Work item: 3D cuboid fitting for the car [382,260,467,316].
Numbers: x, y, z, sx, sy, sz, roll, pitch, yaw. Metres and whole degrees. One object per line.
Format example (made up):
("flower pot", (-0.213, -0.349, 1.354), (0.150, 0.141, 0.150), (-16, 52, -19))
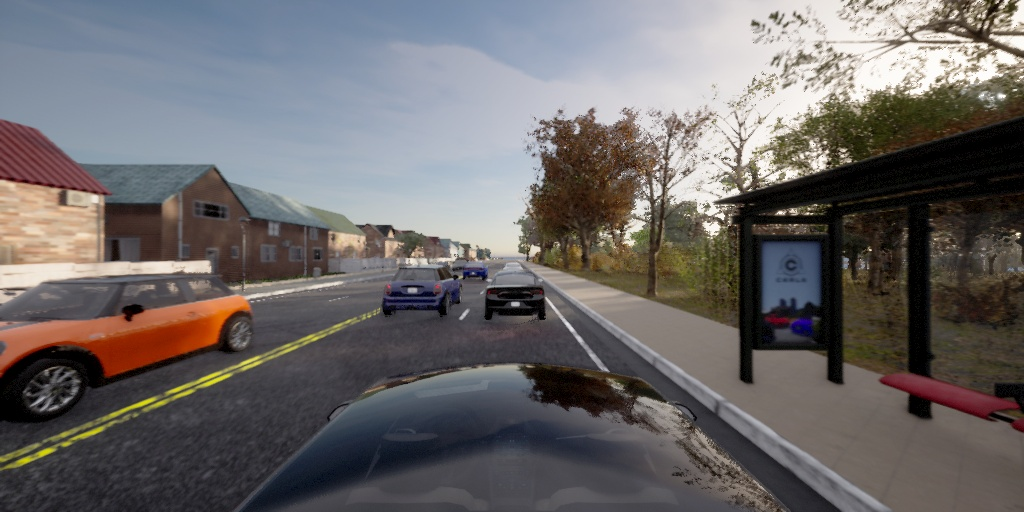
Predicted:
("car", (-3.150, 1.111, 13.480), (2.097, 1.767, 4.553), (0, 0, 0))

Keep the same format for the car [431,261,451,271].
("car", (-9.826, 1.372, 49.912), (1.994, 1.385, 4.181), (0, 0, 0))

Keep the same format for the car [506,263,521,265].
("car", (0.100, 1.306, 31.083), (1.812, 1.442, 4.674), (0, 0, 0))

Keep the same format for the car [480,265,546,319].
("car", (0.102, 1.236, 12.792), (1.882, 1.535, 5.008), (0, 0, 0))

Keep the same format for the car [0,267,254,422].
("car", (-6.600, 1.105, 5.763), (2.097, 1.767, 4.553), (0, 0, 0))

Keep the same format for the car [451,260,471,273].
("car", (-6.586, 1.306, 46.491), (1.837, 1.490, 4.892), (0, 0, 0))

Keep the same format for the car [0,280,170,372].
("car", (-9.850, 1.318, 7.178), (1.994, 1.385, 4.181), (0, 0, 0))

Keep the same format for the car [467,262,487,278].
("car", (-3.150, 1.258, 31.644), (1.882, 1.535, 5.008), (0, 0, 0))
